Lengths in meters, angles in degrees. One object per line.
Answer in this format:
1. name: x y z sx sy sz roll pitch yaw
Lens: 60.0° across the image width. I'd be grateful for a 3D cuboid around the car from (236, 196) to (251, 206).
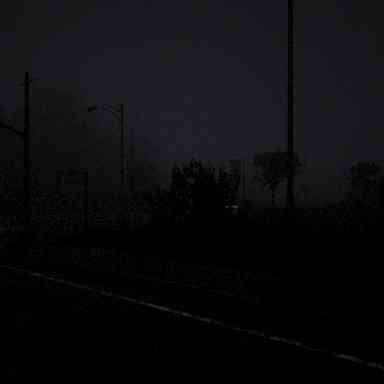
1. car: 7.349 1.347 52.169 2.033 1.411 5.357 0 1 39
